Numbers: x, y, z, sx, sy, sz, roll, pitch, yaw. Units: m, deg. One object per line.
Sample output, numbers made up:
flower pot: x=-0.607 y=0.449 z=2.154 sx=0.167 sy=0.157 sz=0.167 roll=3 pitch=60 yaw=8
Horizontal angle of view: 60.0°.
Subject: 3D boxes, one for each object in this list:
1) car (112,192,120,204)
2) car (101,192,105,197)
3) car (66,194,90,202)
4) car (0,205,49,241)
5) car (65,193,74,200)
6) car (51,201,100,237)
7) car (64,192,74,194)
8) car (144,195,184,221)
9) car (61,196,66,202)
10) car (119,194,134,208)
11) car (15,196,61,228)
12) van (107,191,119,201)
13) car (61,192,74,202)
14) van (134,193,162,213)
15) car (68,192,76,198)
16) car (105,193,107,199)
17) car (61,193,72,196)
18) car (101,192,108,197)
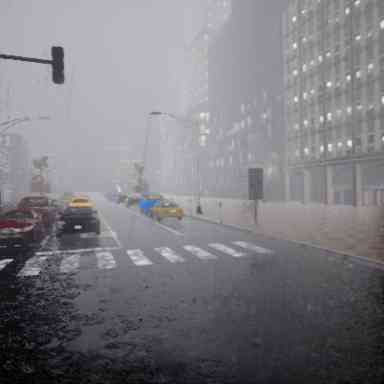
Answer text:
car: x=-10.507 y=1.061 z=50.051 sx=1.947 sy=1.339 sz=4.313 roll=-1 pitch=1 yaw=-18
car: x=-19.124 y=0.868 z=76.434 sx=1.947 sy=1.339 sz=4.313 roll=-1 pitch=1 yaw=-18
car: x=-10.242 y=1.247 z=30.601 sx=1.882 sy=1.535 sz=5.008 roll=-1 pitch=1 yaw=-18
car: x=-8.130 y=1.519 z=15.790 sx=1.802 sy=1.307 sz=4.206 roll=-1 pitch=1 yaw=-18
car: x=-27.035 y=1.037 z=73.670 sx=1.752 sy=1.417 sz=4.829 roll=-1 pitch=1 yaw=-18
car: x=-5.881 y=1.432 z=17.232 sx=1.994 sy=1.385 sz=4.181 roll=-1 pitch=1 yaw=-18
car: x=-21.917 y=1.176 z=58.002 sx=2.008 sy=1.369 sz=4.403 roll=-1 pitch=1 yaw=-18
car: x=-1.944 y=1.214 z=23.829 sx=1.752 sy=1.417 sz=4.829 roll=-1 pitch=1 yaw=-18
car: x=-13.301 y=1.371 z=31.619 sx=2.008 sy=1.369 sz=4.403 roll=-1 pitch=1 yaw=-18
car: x=-7.061 y=1.124 z=39.498 sx=2.008 sy=1.369 sz=4.403 roll=-1 pitch=1 yaw=-18
car: x=-9.858 y=1.213 z=21.063 sx=2.192 sy=1.841 sz=5.009 roll=-1 pitch=1 yaw=-18
van: x=-13.957 y=0.759 z=60.601 sx=1.690 sy=1.788 sz=3.998 roll=-1 pitch=1 yaw=-18
car: x=-23.645 y=0.902 z=63.276 sx=2.192 sy=1.841 sz=5.009 roll=-1 pitch=1 yaw=-18
van: x=-3.618 y=0.992 z=28.942 sx=1.690 sy=1.788 sz=3.998 roll=-1 pitch=1 yaw=-18
car: x=-32.259 y=0.836 z=89.661 sx=1.967 sy=1.590 sz=4.097 roll=-1 pitch=1 yaw=-18
car: x=-15.730 y=0.903 z=66.042 sx=1.752 sy=1.417 sz=4.829 roll=-1 pitch=1 yaw=-18
car: x=-18.419 y=1.230 z=47.287 sx=1.752 sy=1.417 sz=4.829 roll=-1 pitch=1 yaw=-18
car: x=-24.346 y=0.712 z=92.425 sx=1.752 sy=1.417 sz=4.829 roll=-1 pitch=1 yaw=-18
